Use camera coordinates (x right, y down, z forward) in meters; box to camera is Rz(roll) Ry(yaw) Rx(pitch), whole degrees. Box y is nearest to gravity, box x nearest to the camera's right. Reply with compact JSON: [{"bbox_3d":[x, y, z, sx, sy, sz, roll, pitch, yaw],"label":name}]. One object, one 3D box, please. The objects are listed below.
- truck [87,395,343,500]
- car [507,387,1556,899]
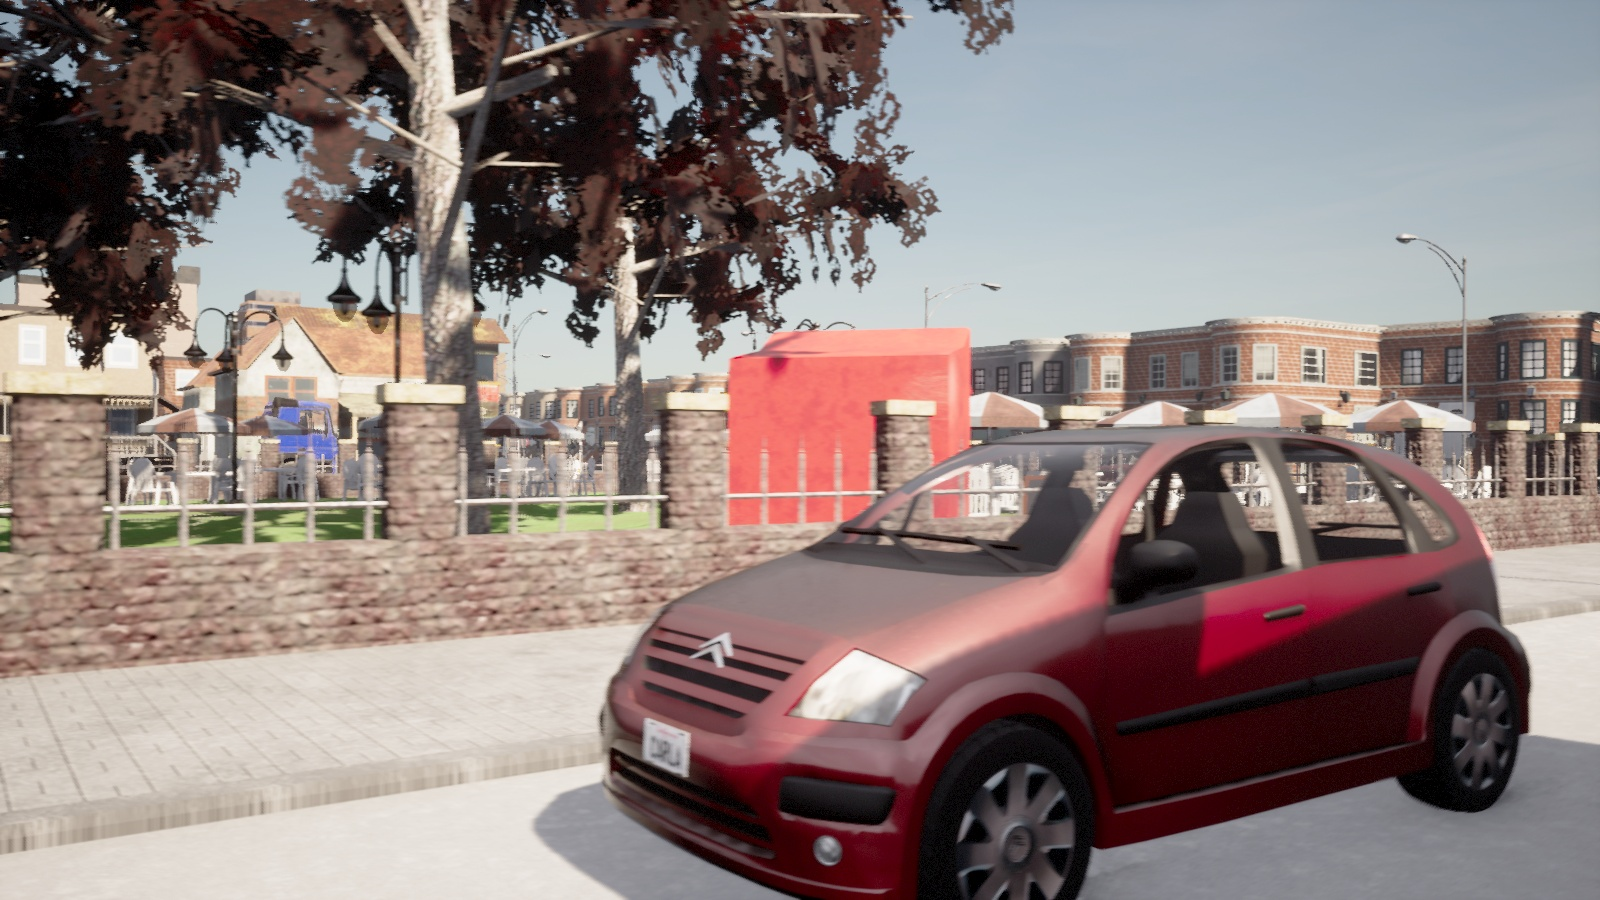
[{"bbox_3d":[-20.811,-0.083,44.922,7.936,3.462,2.891,0,0,-35],"label":"truck"},{"bbox_3d":[1.083,0.653,5.022,3.988,1.617,1.851,0,0,-35],"label":"car"}]
